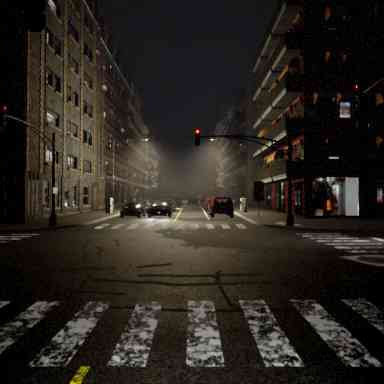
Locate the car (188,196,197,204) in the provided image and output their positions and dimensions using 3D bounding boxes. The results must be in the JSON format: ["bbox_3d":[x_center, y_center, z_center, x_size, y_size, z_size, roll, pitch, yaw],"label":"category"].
[{"bbox_3d":[0.152,1.602,70.349,1.882,1.535,5.008,0,0,0],"label":"car"}]

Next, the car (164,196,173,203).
[{"bbox_3d":[-5.217,1.672,74.453,1.752,1.417,4.829,1,0,0],"label":"car"}]

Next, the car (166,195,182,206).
[{"bbox_3d":[-2.723,1.602,49.207,1.994,1.385,4.181,0,0,1],"label":"car"}]

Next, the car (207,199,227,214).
[{"bbox_3d":[2.623,1.541,35.894,1.752,1.417,4.829,1,0,0],"label":"car"}]

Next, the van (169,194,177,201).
[{"bbox_3d":[-5.195,1.590,91.317,1.690,1.788,3.998,1,0,0],"label":"van"}]

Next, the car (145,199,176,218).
[{"bbox_3d":[-2.805,1.576,30.393,1.994,1.385,4.181,0,0,0],"label":"car"}]

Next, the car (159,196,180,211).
[{"bbox_3d":[-2.787,1.524,39.273,1.837,1.490,4.892,0,0,0],"label":"car"}]

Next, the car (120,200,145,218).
[{"bbox_3d":[-5.265,1.578,30.128,1.947,1.339,4.313,1,0,0],"label":"car"}]

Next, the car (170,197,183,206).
[{"bbox_3d":[-2.681,1.620,59.568,2.033,1.411,5.357,0,0,0],"label":"car"}]

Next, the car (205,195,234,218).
[{"bbox_3d":[2.620,1.327,30.165,2.192,1.841,5.009,1,0,0],"label":"car"}]

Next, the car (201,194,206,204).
[{"bbox_3d":[2.631,1.336,41.289,2.192,1.841,5.009,1,0,0],"label":"car"}]

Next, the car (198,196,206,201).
[{"bbox_3d":[2.681,1.815,91.338,1.947,1.339,4.313,1,0,0],"label":"car"}]

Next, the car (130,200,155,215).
[{"bbox_3d":[-5.258,1.581,35.689,1.947,1.339,4.313,1,0,0],"label":"car"}]

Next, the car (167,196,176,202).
[{"bbox_3d":[-5.205,1.766,85.751,2.008,1.369,4.403,1,0,0],"label":"car"}]

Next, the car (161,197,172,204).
[{"bbox_3d":[-5.224,1.668,69.061,2.008,1.369,4.403,1,0,0],"label":"car"}]

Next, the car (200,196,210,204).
[{"bbox_3d":[2.658,1.558,69.087,1.967,1.590,4.097,1,0,0],"label":"car"}]

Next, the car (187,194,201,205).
[{"bbox_3d":[0.174,1.551,59.909,1.882,1.535,5.008,0,0,0],"label":"car"}]
